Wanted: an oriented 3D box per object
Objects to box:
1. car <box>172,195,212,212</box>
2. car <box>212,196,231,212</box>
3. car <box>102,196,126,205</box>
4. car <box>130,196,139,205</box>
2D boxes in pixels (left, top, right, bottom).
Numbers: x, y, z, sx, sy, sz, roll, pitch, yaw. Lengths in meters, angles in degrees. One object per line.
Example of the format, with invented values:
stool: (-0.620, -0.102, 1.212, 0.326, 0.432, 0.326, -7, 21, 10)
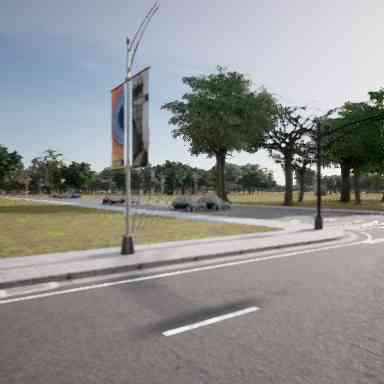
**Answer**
car: (-0.360, 1.294, 37.092, 2.097, 1.767, 4.553, 0, 0, -36)
car: (2.462, 1.297, 38.743, 2.097, 1.767, 4.553, 0, 0, -36)
car: (-13.276, 1.363, 54.968, 1.882, 1.535, 5.008, 0, 0, -36)
car: (-10.762, 1.380, 57.039, 2.128, 1.511, 4.902, 0, 0, -36)
